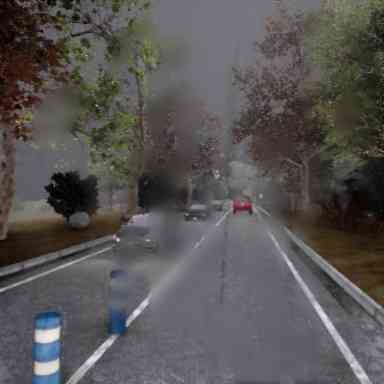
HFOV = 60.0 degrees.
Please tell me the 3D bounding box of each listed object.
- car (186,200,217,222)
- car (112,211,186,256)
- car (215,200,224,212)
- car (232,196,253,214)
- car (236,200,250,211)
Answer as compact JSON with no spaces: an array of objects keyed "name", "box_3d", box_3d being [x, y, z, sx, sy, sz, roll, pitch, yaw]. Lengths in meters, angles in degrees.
[{"name":"car","box_3d":[0.664,1.710,28.767,2.033,1.411,5.357,1,0,9]},{"name":"car","box_3d":[-1.721,1.603,13.880,1.837,1.490,4.892,1,0,9]},{"name":"car","box_3d":[3.195,1.848,44.094,1.837,1.490,4.892,1,-1,9]},{"name":"car","box_3d":[5.937,1.497,39.033,2.150,2.045,5.566,1,0,9]},{"name":"car","box_3d":[7.617,1.923,49.578,1.837,1.490,4.892,1,-1,9]}]
